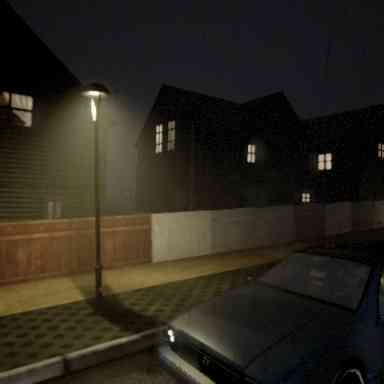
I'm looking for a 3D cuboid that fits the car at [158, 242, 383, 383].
[{"bbox_3d":[2.229,1.484,4.662,5.357,1.411,2.033,-1,1,-35],"label":"car"}]
